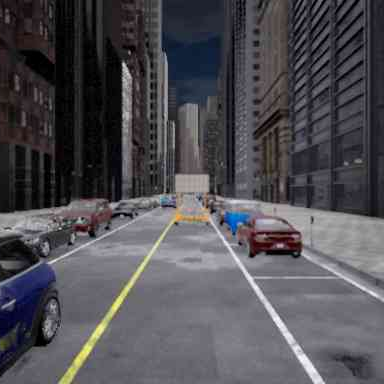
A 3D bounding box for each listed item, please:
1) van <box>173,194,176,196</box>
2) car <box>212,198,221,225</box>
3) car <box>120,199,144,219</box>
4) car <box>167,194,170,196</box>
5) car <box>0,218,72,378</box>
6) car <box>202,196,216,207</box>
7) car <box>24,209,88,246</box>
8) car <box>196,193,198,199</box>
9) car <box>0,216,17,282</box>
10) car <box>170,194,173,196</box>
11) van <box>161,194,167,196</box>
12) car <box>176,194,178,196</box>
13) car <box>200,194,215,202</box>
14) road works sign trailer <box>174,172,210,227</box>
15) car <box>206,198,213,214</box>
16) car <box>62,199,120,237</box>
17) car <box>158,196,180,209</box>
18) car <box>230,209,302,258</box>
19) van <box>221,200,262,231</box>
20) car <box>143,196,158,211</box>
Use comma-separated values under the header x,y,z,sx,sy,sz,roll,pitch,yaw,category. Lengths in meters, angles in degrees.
x,y,z,sx,sy,sz,roll,pitch,yaw,category
-5.770,1.415,85.550,1.690,1.788,3.998,0,0,0,van
2.762,1.450,23.861,1.967,1.590,4.097,0,0,0,car
-5.764,1.580,29.456,1.947,1.339,4.313,0,0,0,car
-5.768,1.487,63.112,1.967,1.590,4.097,0,0,0,car
-3.101,1.353,3.297,2.097,1.767,4.553,0,0,0,car
2.759,1.610,46.297,1.802,1.307,4.206,0,0,0,car
-5.763,1.556,12.627,2.008,1.369,4.403,0,0,0,car
2.756,1.389,85.562,2.192,1.841,5.009,0,0,0,car
-5.762,1.443,7.018,1.967,1.590,4.097,0,0,0,car
-5.768,1.368,68.722,2.192,1.841,5.009,0,0,0,car
-5.767,1.381,57.503,1.690,1.788,3.998,0,0,0,van
-5.770,1.396,91.160,2.192,1.841,5.009,0,0,0,car
2.759,1.349,51.907,2.192,1.841,5.009,0,0,0,car
-0.002,0.474,22.586,2.380,3.560,2.880,0,0,0,road works sign trailer
2.760,1.583,35.079,1.947,1.339,4.313,0,0,0,car
-5.763,1.322,18.237,2.192,1.841,5.009,0,0,0,car
-3.095,1.574,45.462,2.033,1.411,5.357,0,0,0,car
2.762,1.549,12.643,1.887,1.381,4.507,0,0,0,car
2.762,1.348,18.252,1.690,1.788,3.998,0,0,0,van
-5.765,1.573,40.674,2.008,1.369,4.403,0,0,0,car
